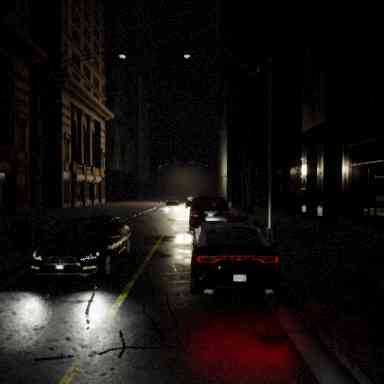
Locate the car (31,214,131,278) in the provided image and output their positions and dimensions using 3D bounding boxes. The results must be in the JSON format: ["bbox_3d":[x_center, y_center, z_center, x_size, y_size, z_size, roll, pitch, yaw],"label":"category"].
[{"bbox_3d":[-3.093,1.505,10.210,1.837,1.490,4.892,0,0,0],"label":"car"}]

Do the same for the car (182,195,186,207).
[{"bbox_3d":[0.057,1.508,46.180,2.128,1.511,4.902,0,0,0],"label":"car"}]

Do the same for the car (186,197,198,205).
[{"bbox_3d":[0.057,1.563,59.869,2.033,1.411,5.357,0,0,0],"label":"car"}]

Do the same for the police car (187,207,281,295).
[{"bbox_3d":[0.906,1.425,8.876,1.930,1.638,5.238,0,0,0],"label":"police car"}]

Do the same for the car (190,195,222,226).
[{"bbox_3d":[0.922,1.233,24.797,2.150,2.045,5.566,0,0,0],"label":"car"}]

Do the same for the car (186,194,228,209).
[{"bbox_3d":[0.917,1.229,18.796,2.150,2.045,5.566,0,0,0],"label":"car"}]

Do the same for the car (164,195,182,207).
[{"bbox_3d":[-3.048,1.618,51.436,1.895,1.301,4.718,0,0,0],"label":"car"}]
